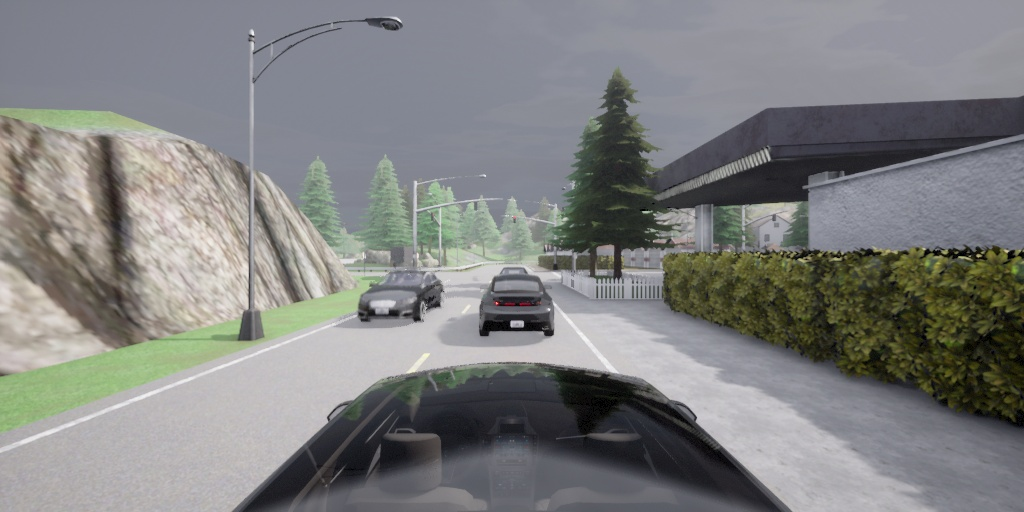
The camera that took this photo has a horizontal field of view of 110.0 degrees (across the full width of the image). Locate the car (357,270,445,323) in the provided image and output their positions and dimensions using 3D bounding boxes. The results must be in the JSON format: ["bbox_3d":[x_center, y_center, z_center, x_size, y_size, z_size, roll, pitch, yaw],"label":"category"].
[{"bbox_3d":[-3.567,1.252,12.307,2.128,1.511,4.902,0,0,0],"label":"car"}]

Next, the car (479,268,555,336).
[{"bbox_3d":[0.117,1.264,10.355,1.837,1.490,4.892,0,0,0],"label":"car"}]
